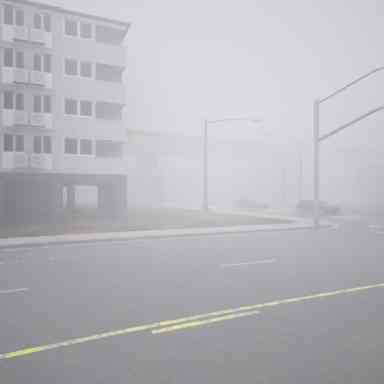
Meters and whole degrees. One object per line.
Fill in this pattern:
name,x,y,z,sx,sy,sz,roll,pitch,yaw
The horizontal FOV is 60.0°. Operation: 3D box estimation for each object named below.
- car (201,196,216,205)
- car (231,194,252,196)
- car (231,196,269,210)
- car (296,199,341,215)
car,2.767,1.492,56.783,2.128,1.511,4.902,0,0,-8
car,11.082,1.540,75.343,2.033,1.411,5.357,0,0,41
car,7.741,1.547,43.685,2.033,1.411,5.357,0,0,-26
car,12.627,1.505,33.521,1.837,1.490,4.892,0,0,-25
